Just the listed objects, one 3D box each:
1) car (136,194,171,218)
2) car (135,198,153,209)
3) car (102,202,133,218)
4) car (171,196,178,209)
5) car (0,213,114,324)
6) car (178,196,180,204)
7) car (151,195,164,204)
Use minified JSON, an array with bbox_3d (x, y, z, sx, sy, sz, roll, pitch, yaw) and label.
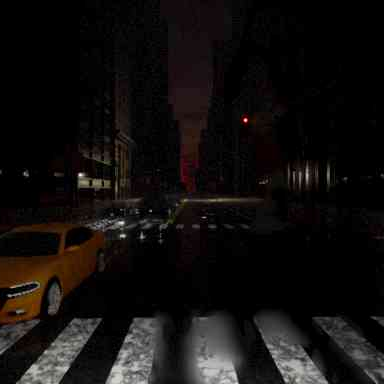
[{"bbox_3d":[-3.372,1.207,30.006,2.150,2.045,5.566,0,0,0],"label":"car"},{"bbox_3d":[-6.630,1.571,46.500,1.895,1.301,4.718,0,0,0],"label":"car"},{"bbox_3d":[-6.623,1.586,29.778,1.895,1.301,4.718,0,0,0],"label":"car"},{"bbox_3d":[-3.379,1.464,43.768,2.128,1.511,4.902,0,0,0],"label":"car"},{"bbox_3d":[-3.361,1.475,7.486,1.882,1.535,5.008,0,0,0],"label":"car"},{"bbox_3d":[-3.298,1.442,63.798,2.128,1.511,4.902,0,0,0],"label":"car"},{"bbox_3d":[-6.548,1.445,63.821,2.128,1.511,4.902,0,0,0],"label":"car"}]
